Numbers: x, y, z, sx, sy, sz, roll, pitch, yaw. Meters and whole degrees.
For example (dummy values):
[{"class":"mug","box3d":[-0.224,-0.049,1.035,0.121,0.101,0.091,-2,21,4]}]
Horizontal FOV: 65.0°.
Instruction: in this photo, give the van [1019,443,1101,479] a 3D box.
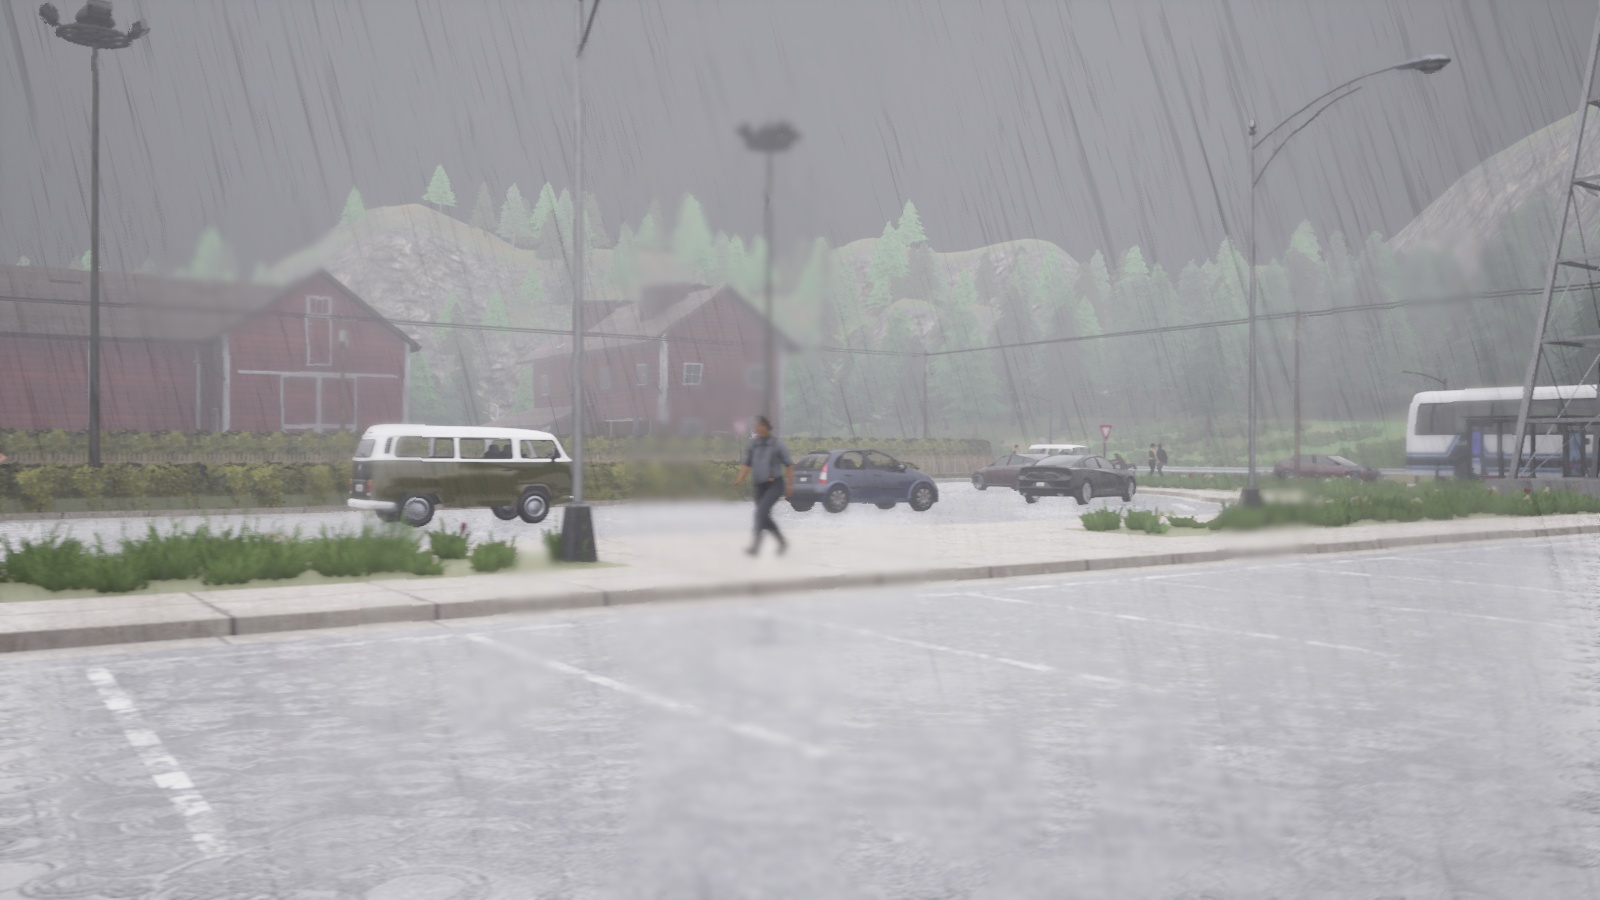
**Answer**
[{"class":"van","box3d":[15.182,0.620,73.486,2.069,2.038,4.480,0,-1,-34]}]

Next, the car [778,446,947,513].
[{"class":"car","box3d":[1.612,0.717,32.044,3.988,1.617,1.851,0,0,-34]}]

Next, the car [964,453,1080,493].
[{"class":"car","box3d":[8.564,0.846,48.893,2.163,1.488,4.792,0,0,-24]}]

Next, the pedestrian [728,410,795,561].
[{"class":"pedestrian","box3d":[-0.482,0.437,15.851,0.540,1.848,0.694,0,0,35]}]

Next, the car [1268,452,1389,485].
[{"class":"car","box3d":[24.793,0.837,59.025,2.163,1.488,4.792,0,0,-44]}]

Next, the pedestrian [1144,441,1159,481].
[{"class":"pedestrian","box3d":[16.286,0.508,58.166,0.594,1.836,0.345,0,0,-22]}]

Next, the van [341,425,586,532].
[{"class":"van","box3d":[-6.972,0.547,26.166,4.480,2.038,2.069,0,0,-34]}]

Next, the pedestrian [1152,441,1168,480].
[{"class":"pedestrian","box3d":[17.011,0.510,59.339,0.431,1.840,0.703,0,0,45]}]

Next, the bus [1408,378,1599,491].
[{"class":"bus","box3d":[30.524,-0.572,50.591,3.944,4.253,10.273,0,0,-34]}]

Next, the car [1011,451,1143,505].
[{"class":"car","box3d":[8.461,0.798,38.053,1.882,1.535,5.008,0,0,39]}]
